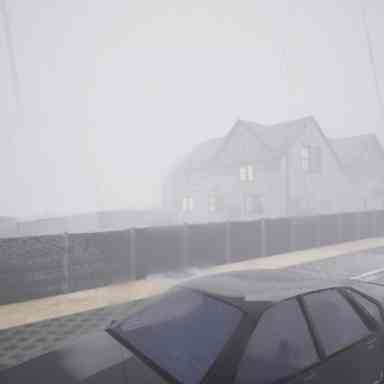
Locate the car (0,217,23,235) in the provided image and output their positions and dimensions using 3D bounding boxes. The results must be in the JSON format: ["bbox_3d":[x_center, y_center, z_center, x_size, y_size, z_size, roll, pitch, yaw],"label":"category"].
[{"bbox_3d":[-15.685,2.813,28.006,2.033,1.411,5.357,0,-2,-2],"label":"car"}]

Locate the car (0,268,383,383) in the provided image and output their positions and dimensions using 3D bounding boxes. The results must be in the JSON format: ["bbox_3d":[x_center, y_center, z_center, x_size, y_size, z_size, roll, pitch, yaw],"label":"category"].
[{"bbox_3d":[0.549,1.621,3.443,5.357,1.411,2.033,0,-1,-36],"label":"car"}]
